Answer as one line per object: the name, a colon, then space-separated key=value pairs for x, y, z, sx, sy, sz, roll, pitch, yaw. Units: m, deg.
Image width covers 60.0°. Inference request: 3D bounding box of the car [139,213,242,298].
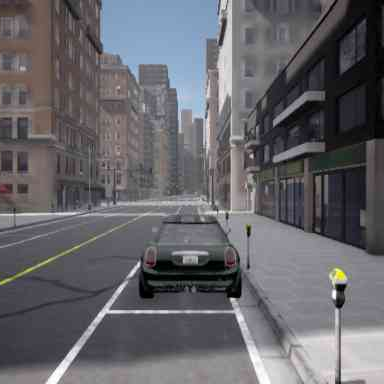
car: x=-0.033 y=1.343 z=8.620 sx=2.097 sy=1.767 sz=4.553 roll=0 pitch=0 yaw=0
